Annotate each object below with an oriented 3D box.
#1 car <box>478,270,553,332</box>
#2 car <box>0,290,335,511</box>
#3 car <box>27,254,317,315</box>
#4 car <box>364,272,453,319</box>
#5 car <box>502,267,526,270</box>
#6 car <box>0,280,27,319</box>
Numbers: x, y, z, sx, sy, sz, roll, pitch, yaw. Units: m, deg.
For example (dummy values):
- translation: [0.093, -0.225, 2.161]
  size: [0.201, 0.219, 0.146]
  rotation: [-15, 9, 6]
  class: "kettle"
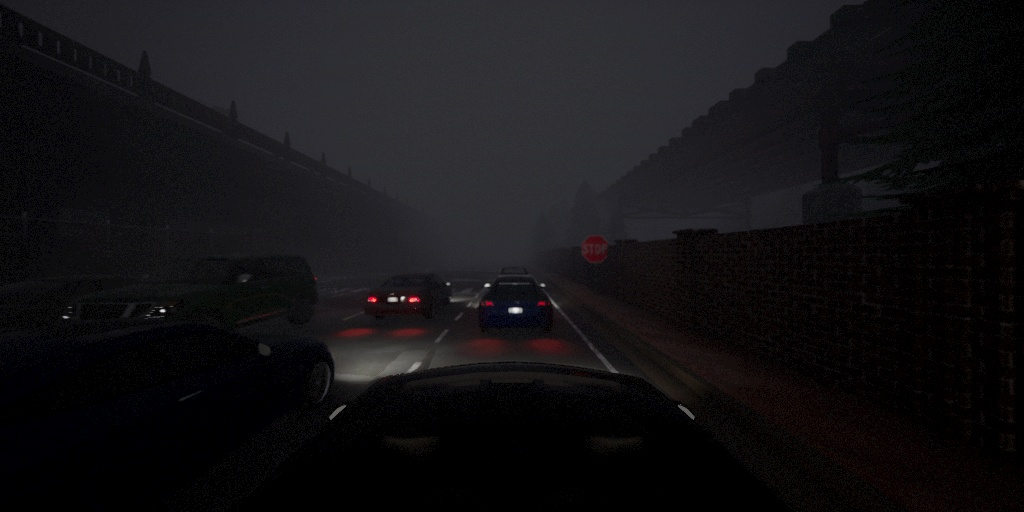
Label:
- translation: [0.098, 1.305, 10.855]
  size: [1.994, 1.385, 4.181]
  rotation: [0, 0, 0]
  class: "car"
- translation: [-3.398, 1.274, 3.111]
  size: [1.812, 1.442, 4.674]
  rotation: [0, 0, 0]
  class: "car"
- translation: [-7.073, 0.963, 8.843]
  size: [2.150, 2.045, 5.566]
  rotation: [0, 0, 0]
  class: "car"
- translation: [-3.392, 1.286, 12.713]
  size: [2.033, 1.411, 5.357]
  rotation: [0, 0, 0]
  class: "car"
- translation: [0.135, 1.327, 22.062]
  size: [1.895, 1.301, 4.718]
  rotation: [0, 0, 0]
  class: "car"
- translation: [-10.574, 1.248, 8.365]
  size: [1.837, 1.490, 4.892]
  rotation: [0, 0, 0]
  class: "car"
